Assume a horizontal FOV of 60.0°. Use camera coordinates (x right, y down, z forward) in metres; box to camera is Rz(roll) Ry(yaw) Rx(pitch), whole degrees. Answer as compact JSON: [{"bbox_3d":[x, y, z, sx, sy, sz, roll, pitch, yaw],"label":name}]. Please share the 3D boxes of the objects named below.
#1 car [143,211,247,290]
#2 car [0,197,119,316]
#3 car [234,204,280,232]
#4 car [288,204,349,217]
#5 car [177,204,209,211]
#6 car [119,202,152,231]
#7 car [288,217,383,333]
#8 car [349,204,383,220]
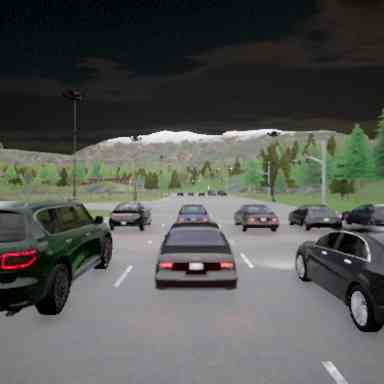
[{"bbox_3d":[0.079,1.473,8.978,2.033,1.411,5.357,0,0,0],"label":"car"},{"bbox_3d":[-3.419,1.162,7.520,2.150,2.045,5.566,0,1,0],"label":"car"},{"bbox_3d":[3.550,1.392,19.027,2.033,1.411,5.357,0,0,0],"label":"car"},{"bbox_3d":[7.050,1.405,19.443,1.994,1.385,4.181,0,0,0],"label":"car"},{"bbox_3d":[0.057,1.391,19.046,2.033,1.411,5.357,0,0,0],"label":"car"},{"bbox_3d":[-3.448,1.334,19.216,2.128,1.511,4.902,0,0,0],"label":"car"},{"bbox_3d":[3.560,1.444,6.679,1.837,1.490,4.892,0,-1,0],"label":"car"},{"bbox_3d":[10.552,1.389,19.188,2.033,1.411,5.357,0,0,0],"label":"car"}]
